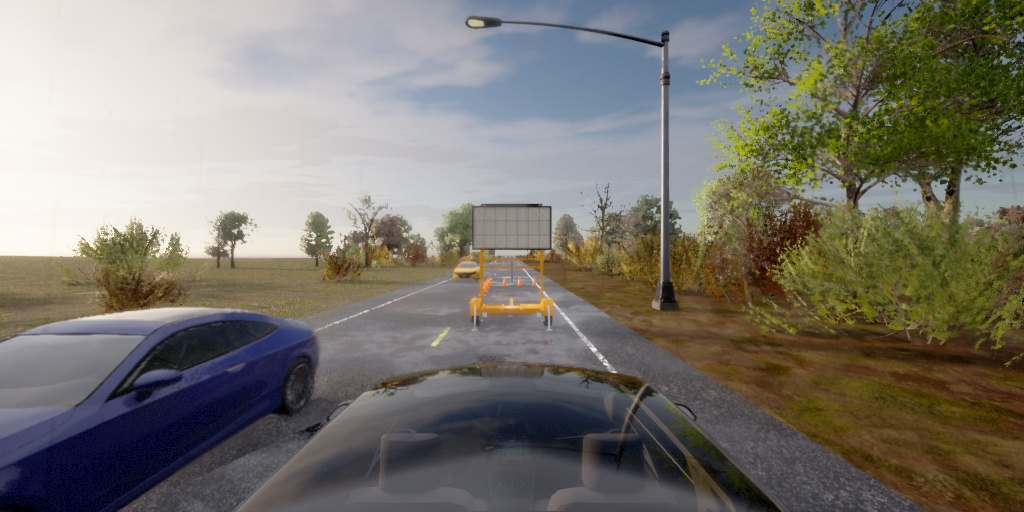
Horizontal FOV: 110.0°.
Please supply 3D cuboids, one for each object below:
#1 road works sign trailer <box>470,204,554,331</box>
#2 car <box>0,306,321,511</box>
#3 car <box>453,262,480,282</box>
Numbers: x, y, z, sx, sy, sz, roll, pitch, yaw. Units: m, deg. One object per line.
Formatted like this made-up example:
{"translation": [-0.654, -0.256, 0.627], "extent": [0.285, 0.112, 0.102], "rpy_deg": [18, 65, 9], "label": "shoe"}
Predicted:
{"translation": [-0.003, 0.214, 10.994], "extent": [2.380, 3.560, 2.880], "rpy_deg": [0, 0, 0], "label": "road works sign trailer"}
{"translation": [-3.600, 1.276, 3.286], "extent": [1.812, 1.442, 4.674], "rpy_deg": [0, 0, 0], "label": "car"}
{"translation": [-3.509, 1.217, 28.949], "extent": [1.882, 1.535, 5.008], "rpy_deg": [0, 0, 0], "label": "car"}
